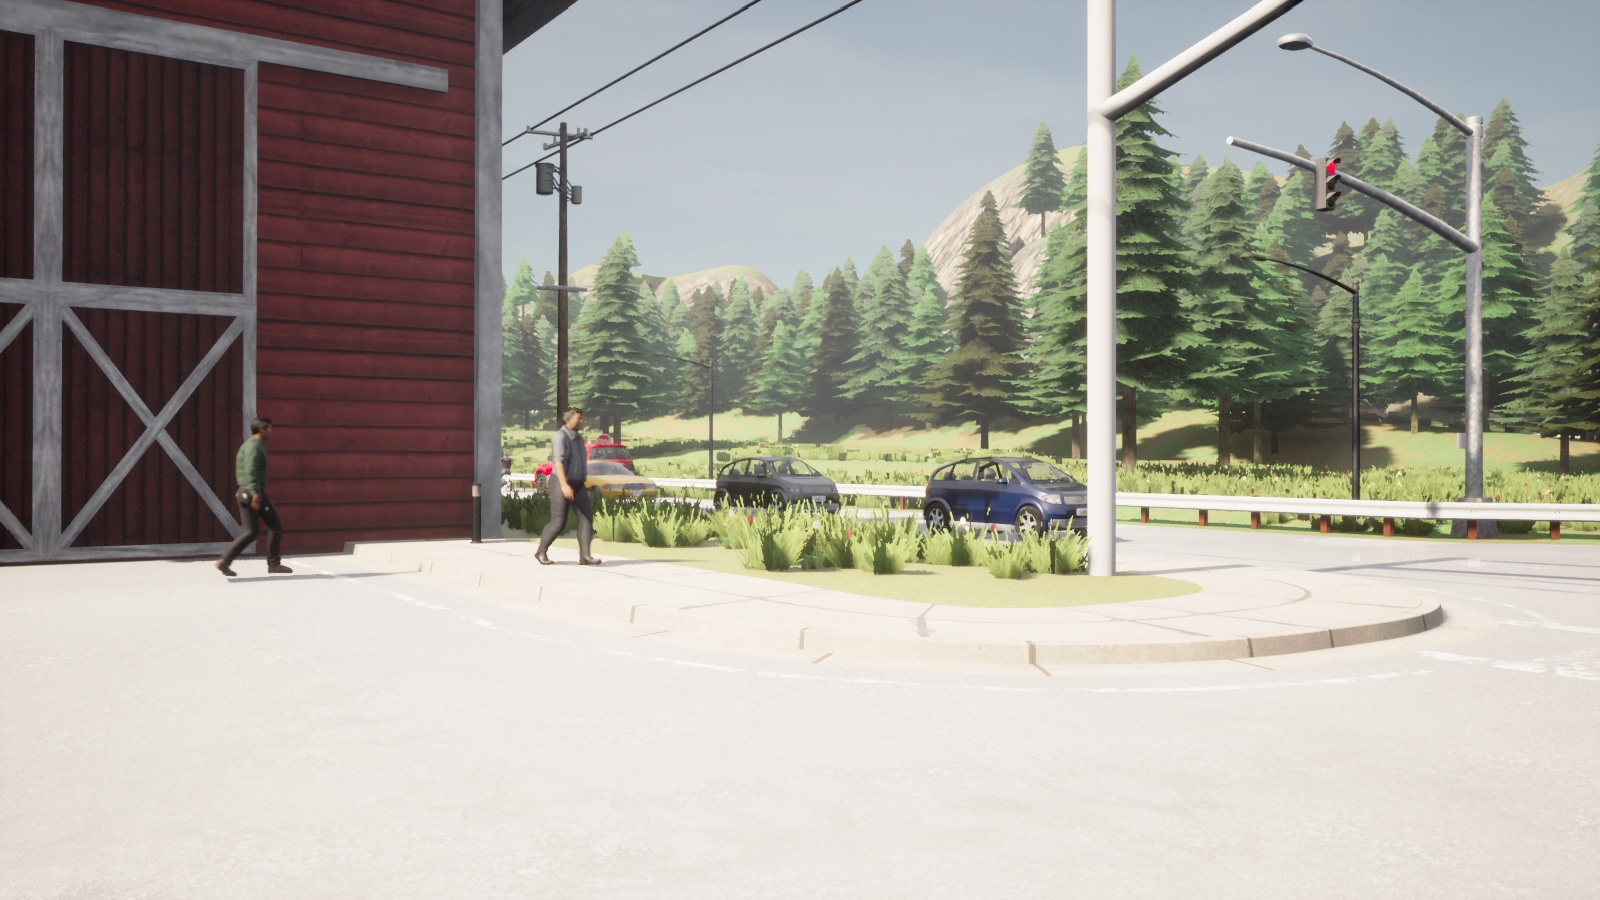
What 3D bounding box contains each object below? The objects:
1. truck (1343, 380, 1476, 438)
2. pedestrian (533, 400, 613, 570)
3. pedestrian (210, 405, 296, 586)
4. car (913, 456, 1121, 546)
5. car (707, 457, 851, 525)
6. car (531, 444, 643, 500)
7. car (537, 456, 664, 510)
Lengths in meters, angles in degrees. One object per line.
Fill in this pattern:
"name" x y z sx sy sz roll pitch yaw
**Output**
"truck" 42.655 -2.855 88.179 7.936 3.462 2.891 5 2 21
"pedestrian" -2.550 0.384 14.098 0.694 1.848 0.540 0 0 31
"pedestrian" -6.070 0.495 13.946 0.788 1.949 0.423 0 0 -39
"car" 4.008 0.891 23.679 1.789 1.549 3.705 0 0 -34
"car" -0.572 0.945 30.515 1.789 1.549 3.705 0 0 -34
"car" -8.285 0.815 48.326 2.150 2.045 5.566 0 0 -34
"car" -6.284 0.974 39.045 1.801 1.575 5.366 0 -1 -34
